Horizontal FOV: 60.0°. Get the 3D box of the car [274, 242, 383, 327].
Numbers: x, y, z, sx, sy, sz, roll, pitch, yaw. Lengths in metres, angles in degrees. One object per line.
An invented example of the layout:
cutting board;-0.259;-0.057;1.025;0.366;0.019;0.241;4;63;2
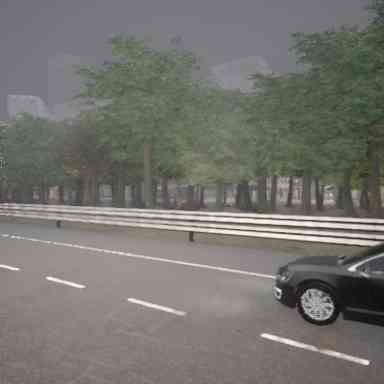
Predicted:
car;3.814;1.506;5.447;4.892;1.490;1.837;0;0;35
